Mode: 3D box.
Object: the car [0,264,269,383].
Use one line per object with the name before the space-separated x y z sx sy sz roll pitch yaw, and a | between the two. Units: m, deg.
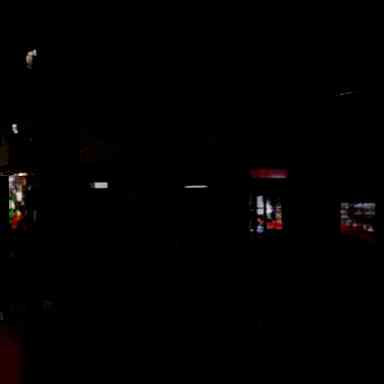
car | -1.381 1.546 3.862 4.507 1.381 1.887 0 0 35
